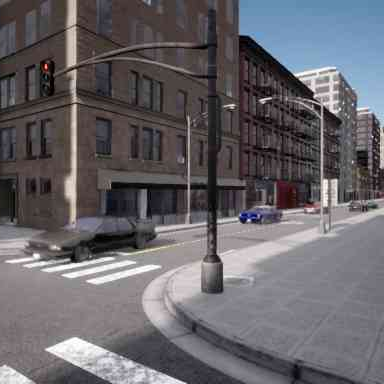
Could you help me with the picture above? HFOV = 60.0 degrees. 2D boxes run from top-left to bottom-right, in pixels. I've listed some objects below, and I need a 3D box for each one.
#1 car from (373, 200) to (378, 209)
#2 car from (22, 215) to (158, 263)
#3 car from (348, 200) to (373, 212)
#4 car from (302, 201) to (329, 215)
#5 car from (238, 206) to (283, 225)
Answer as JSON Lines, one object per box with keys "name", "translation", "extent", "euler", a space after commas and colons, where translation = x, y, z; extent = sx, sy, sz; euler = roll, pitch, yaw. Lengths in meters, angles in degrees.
{"name": "car", "translation": [27.789, 1.904, 52.034], "extent": [1.994, 1.385, 4.181], "euler": [0, 0, 35]}
{"name": "car", "translation": [-3.476, 1.607, 12.626], "extent": [2.033, 1.411, 5.357], "euler": [0, 0, 31]}
{"name": "car", "translation": [22.035, 1.781, 43.957], "extent": [2.128, 1.511, 4.902], "euler": [0, 0, 36]}
{"name": "car", "translation": [14.202, 1.765, 38.004], "extent": [1.812, 1.442, 4.674], "euler": [0, 0, 36]}
{"name": "car", "translation": [5.334, 1.754, 25.591], "extent": [1.895, 1.301, 4.718], "euler": [0, 0, 35]}
